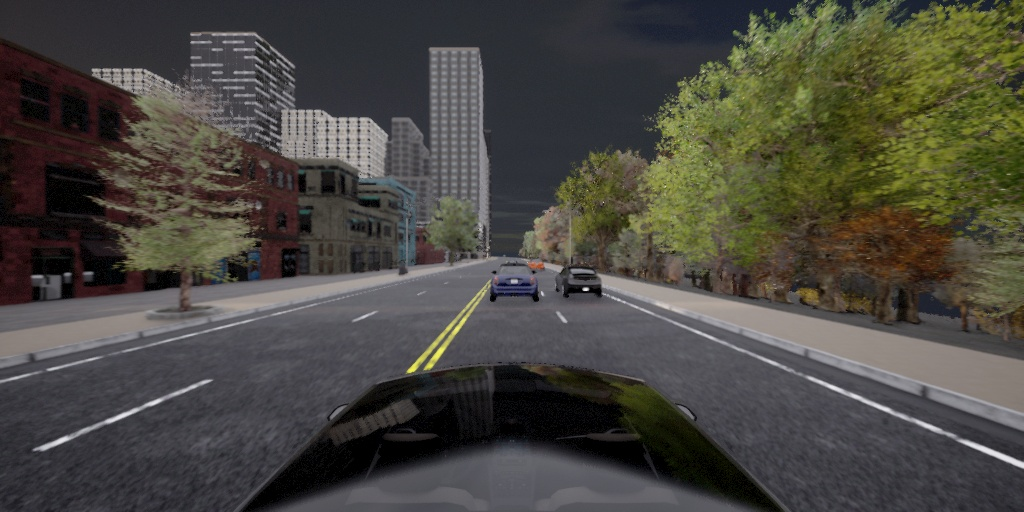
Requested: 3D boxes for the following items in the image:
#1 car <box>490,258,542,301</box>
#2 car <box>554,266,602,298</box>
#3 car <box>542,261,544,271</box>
[{"bbox_3d":[0.098,1.110,17.456,2.097,1.767,4.553,0,0,0],"label":"car"},{"bbox_3d":[3.348,1.264,18.699,1.837,1.490,4.892,0,0,0],"label":"car"},{"bbox_3d":[3.347,1.121,50.637,2.097,1.767,4.553,0,0,0],"label":"car"}]
